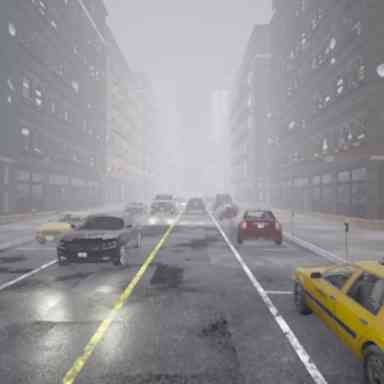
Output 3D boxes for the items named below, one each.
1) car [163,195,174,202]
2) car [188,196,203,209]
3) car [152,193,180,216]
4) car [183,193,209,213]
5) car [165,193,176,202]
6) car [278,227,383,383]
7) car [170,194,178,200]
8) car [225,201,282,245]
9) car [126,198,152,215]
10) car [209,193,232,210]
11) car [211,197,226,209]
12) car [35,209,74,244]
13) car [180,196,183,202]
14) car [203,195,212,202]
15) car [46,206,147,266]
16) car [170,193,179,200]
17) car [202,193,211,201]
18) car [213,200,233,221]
[{"bbox_3d":[-4.980,1.426,71.012,2.008,1.369,4.403,1,0,1],"label":"car"},{"bbox_3d":[0.515,1.411,46.217,1.882,1.535,5.008,0,0,1],"label":"car"},{"bbox_3d":[-2.687,1.160,32.693,2.150,2.045,5.566,0,0,1],"label":"car"},{"bbox_3d":[0.420,1.304,35.617,2.097,1.767,4.553,0,0,1],"label":"car"},{"bbox_3d":[-4.919,1.179,76.552,2.192,1.841,5.009,1,0,1],"label":"car"},{"bbox_3d":[2.735,1.527,4.666,1.752,1.417,4.829,1,0,1],"label":"car"},{"bbox_3d":[-4.814,1.367,87.463,1.752,1.417,4.829,1,0,1],"label":"car"},{"bbox_3d":[2.847,1.429,15.577,1.967,1.590,4.097,1,0,1],"label":"car"},{"bbox_3d":[-5.369,1.489,32.230,1.887,1.381,4.507,1,0,1],"label":"car"},{"bbox_3d":[3.480,1.183,38.634,2.150,2.045,5.566,0,0,1],"label":"car"},{"bbox_3d":[3.591,1.468,45.605,1.812,1.442,4.674,0,0,1],"label":"car"},{"bbox_3d":[-5.537,1.494,15.439,1.752,1.417,4.829,1,0,1],"label":"car"},{"bbox_3d":[-2.344,1.487,67.170,1.895,1.301,4.718,0,0,1],"label":"car"},{"bbox_3d":[3.457,1.429,76.522,1.887,1.381,4.507,1,0,1],"label":"car"},{"bbox_3d":[-2.995,1.457,11.659,1.882,1.535,5.008,0,0,1],"label":"car"},{"bbox_3d":[-4.752,1.145,93.172,2.192,1.841,5.009,1,0,1],"label":"car"},{"bbox_3d":[3.517,1.188,82.060,2.192,1.841,5.009,1,0,1],"label":"car"},{"bbox_3d":[2.956,1.555,26.657,1.802,1.307,4.206,1,0,1],"label":"car"}]
